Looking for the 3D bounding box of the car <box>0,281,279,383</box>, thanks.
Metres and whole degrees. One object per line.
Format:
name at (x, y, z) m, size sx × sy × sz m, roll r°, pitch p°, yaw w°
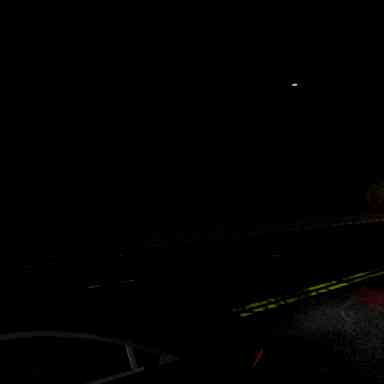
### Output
car at (-1.397, 1.491, 2.467) m, size 4.902 × 1.511 × 2.128 m, roll 0°, pitch 0°, yaw -36°
